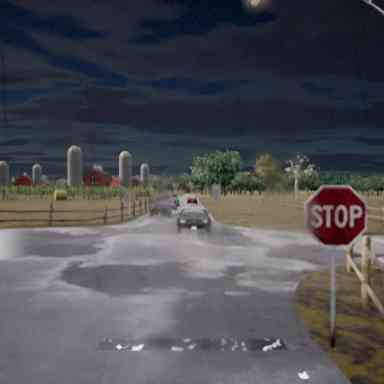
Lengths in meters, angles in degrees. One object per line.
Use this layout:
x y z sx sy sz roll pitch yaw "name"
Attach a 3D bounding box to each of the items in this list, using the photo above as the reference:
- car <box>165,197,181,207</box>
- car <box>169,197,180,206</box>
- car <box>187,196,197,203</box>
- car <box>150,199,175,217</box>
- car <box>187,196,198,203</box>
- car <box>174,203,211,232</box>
-2.865 1.532 51.531 2.033 1.411 5.357 0 0 0 "car"
-2.872 1.559 41.057 1.994 1.385 4.181 0 0 0 "car"
-0.054 1.510 71.417 1.994 1.385 4.181 0 0 0 "car"
-2.826 1.603 30.984 1.895 1.301 4.718 0 0 -1 "car"
0.053 1.451 60.933 1.882 1.535 5.008 0 0 0 "car"
0.095 1.613 20.217 1.895 1.301 4.718 0 0 0 "car"
